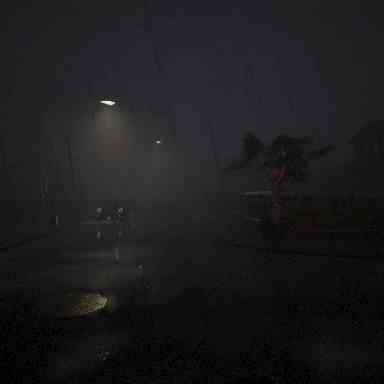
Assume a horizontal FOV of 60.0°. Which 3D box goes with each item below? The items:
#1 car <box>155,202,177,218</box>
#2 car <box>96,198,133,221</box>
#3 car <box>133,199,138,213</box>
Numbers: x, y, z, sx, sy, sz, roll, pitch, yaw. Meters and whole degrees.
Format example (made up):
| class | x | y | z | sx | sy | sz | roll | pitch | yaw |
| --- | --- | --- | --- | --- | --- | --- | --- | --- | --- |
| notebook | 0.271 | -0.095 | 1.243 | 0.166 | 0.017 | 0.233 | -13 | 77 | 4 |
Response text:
| class | x | y | z | sx | sy | sz | roll | pitch | yaw |
| --- | --- | --- | --- | --- | --- | --- | --- | --- | --- |
| car | -2.406 | 1.600 | 30.594 | 1.895 | 1.301 | 4.718 | 0 | 0 | -4 |
| car | -6.304 | 1.351 | 26.832 | 2.097 | 1.767 | 4.553 | 0 | 0 | -4 |
| car | -7.098 | 1.504 | 37.171 | 1.837 | 1.490 | 4.892 | 0 | 0 | -4 |
